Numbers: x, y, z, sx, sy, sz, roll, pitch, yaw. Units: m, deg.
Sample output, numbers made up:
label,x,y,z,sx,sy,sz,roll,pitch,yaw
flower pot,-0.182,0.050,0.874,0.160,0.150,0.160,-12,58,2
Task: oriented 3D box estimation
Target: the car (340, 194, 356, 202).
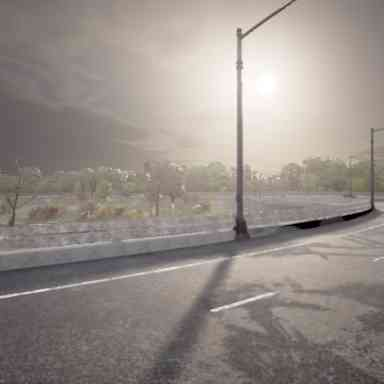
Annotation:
label,x,y,z,sx,sy,sz,roll,pitch,yaw
car,40.458,1.548,86.554,2.150,2.045,5.566,0,0,1
